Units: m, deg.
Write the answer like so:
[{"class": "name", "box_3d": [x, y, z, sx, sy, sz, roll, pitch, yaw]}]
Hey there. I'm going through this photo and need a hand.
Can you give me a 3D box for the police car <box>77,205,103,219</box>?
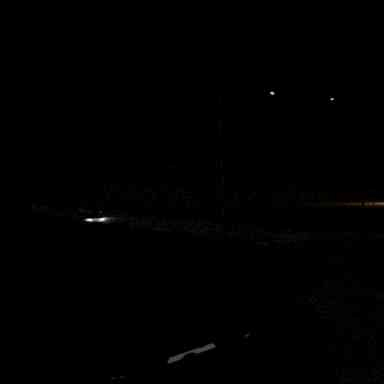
[{"class": "police car", "box_3d": [-12.862, 2.461, 41.787, 2.038, 1.542, 4.974, -2, 0, -35]}]
